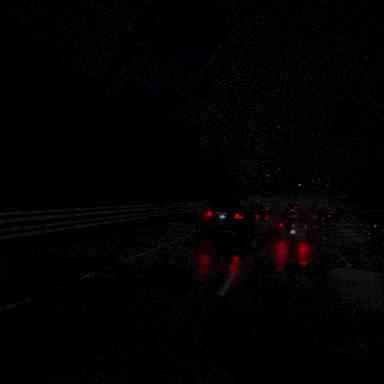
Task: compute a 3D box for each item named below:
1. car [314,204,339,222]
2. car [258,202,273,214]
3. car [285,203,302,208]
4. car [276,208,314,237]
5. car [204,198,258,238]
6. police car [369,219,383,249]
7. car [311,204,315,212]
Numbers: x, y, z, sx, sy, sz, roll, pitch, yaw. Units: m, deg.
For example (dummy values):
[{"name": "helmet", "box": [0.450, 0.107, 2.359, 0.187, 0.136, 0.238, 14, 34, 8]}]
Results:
[{"name": "car", "box": [14.011, 2.201, 34.396, 1.882, 1.535, 5.008, 3, 0, 17]}, {"name": "car", "box": [9.305, 2.051, 42.690, 1.812, 1.442, 4.674, 3, 0, 17]}, {"name": "car", "box": [14.256, 2.268, 46.794, 1.837, 1.490, 4.892, 2, 0, 18]}, {"name": "car", "box": [6.244, 1.935, 20.511, 1.895, 1.301, 4.718, 3, 0, 16]}, {"name": "car", "box": [2.289, 1.372, 19.321, 2.150, 2.045, 5.566, 2, 0, 16]}, {"name": "police car", "box": [9.206, 1.879, 14.517, 1.930, 1.638, 5.238, 3, 0, 16]}, {"name": "car", "box": [18.198, 2.473, 47.973, 1.812, 1.442, 4.674, 3, 0, 18]}]
